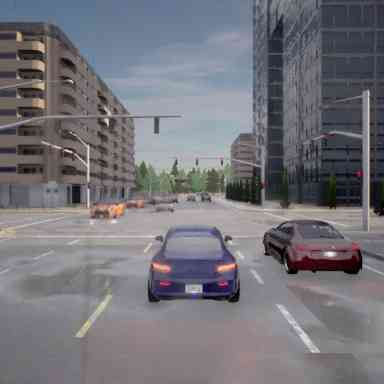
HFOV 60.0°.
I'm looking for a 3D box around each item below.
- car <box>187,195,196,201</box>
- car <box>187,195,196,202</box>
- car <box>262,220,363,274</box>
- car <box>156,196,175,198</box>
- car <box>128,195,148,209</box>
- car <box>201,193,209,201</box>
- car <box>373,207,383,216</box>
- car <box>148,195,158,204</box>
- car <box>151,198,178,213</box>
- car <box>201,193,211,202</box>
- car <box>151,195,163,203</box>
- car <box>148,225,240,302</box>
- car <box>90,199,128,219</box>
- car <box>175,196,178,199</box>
[{"bbox_3d":[-0.074,1.525,87.816,2.128,1.511,4.902,0,0,1],"label":"car"},{"bbox_3d":[-0.180,1.540,77.472,2.033,1.411,5.357,0,0,1],"label":"car"},{"bbox_3d":[3.552,1.564,10.538,1.994,1.385,4.181,0,0,0],"label":"car"},{"bbox_3d":[-4.011,1.601,50.425,1.895,1.301,4.718,0,0,0],"label":"car"},{"bbox_3d":[-7.473,1.352,44.280,2.097,1.767,4.553,0,0,-1],"label":"car"},{"bbox_3d":[3.427,1.225,87.844,2.150,2.045,5.566,0,0,1],"label":"car"},{"bbox_3d":[19.447,1.656,30.726,4.718,1.301,1.895,0,0,0],"label":"car"},{"bbox_3d":[-7.477,1.491,56.684,2.128,1.511,4.902,0,0,1],"label":"car"},{"bbox_3d":[-3.177,1.622,37.381,1.895,1.301,4.718,0,0,-12],"label":"car"},{"bbox_3d":[3.321,1.355,77.681,2.097,1.767,4.553,0,0,1],"label":"car"},{"bbox_3d":[-7.268,1.478,69.137,1.882,1.535,5.008,0,0,1],"label":"car"},{"bbox_3d":[0.044,1.526,8.114,1.812,1.442,4.674,0,0,0],"label":"car"},{"bbox_3d":[-7.282,1.380,28.899,2.097,1.767,4.553,0,0,-1],"label":"car"},{"bbox_3d":[-3.819,1.478,66.685,1.882,1.535,5.008,0,0,1],"label":"car"}]
